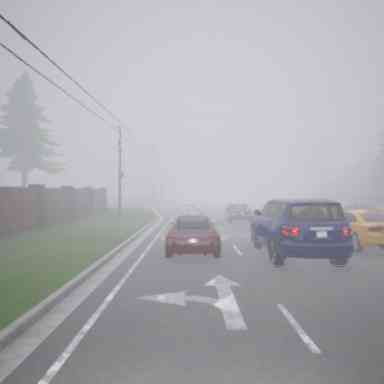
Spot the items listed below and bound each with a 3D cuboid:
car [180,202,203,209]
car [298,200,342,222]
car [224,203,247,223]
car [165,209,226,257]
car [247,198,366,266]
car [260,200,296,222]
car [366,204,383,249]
[{"bbox_3d":[-0.047,1.539,28.492,1.812,1.442,4.674,0,0,-1],"label":"car"},{"bbox_3d":[10.549,1.522,27.832,1.837,1.490,4.892,0,0,1],"label":"car"},{"bbox_3d":[3.528,1.562,25.632,2.033,1.411,5.357,0,0,0],"label":"car"},{"bbox_3d":[0.049,1.573,12.935,1.994,1.385,4.181,0,0,0],"label":"car"},{"bbox_3d":[3.536,1.230,11.680,2.150,2.045,5.566,0,0,0],"label":"car"},{"bbox_3d":[7.049,1.522,27.830,1.837,1.490,4.892,0,0,1],"label":"car"},{"bbox_3d":[7.056,1.486,13.971,1.882,1.535,5.008,0,0,0],"label":"car"}]
